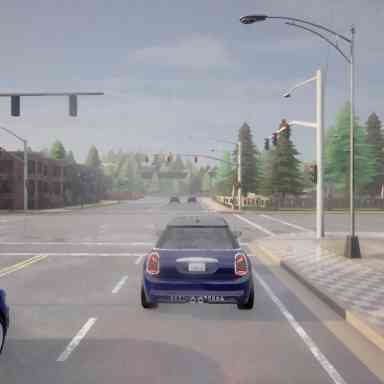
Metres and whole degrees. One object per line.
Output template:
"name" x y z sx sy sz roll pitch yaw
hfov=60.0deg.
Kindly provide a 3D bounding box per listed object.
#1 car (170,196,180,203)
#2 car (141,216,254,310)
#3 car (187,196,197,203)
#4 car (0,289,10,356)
"car" -3.495 1.505 68.307 1.837 1.490 4.892 0 0 0
"car" 0.155 1.352 8.018 2.097 1.767 4.553 0 0 2
"car" 0.005 1.505 68.306 1.837 1.490 4.892 0 0 0
"car" -3.442 1.478 2.563 1.882 1.535 5.008 0 0 0
